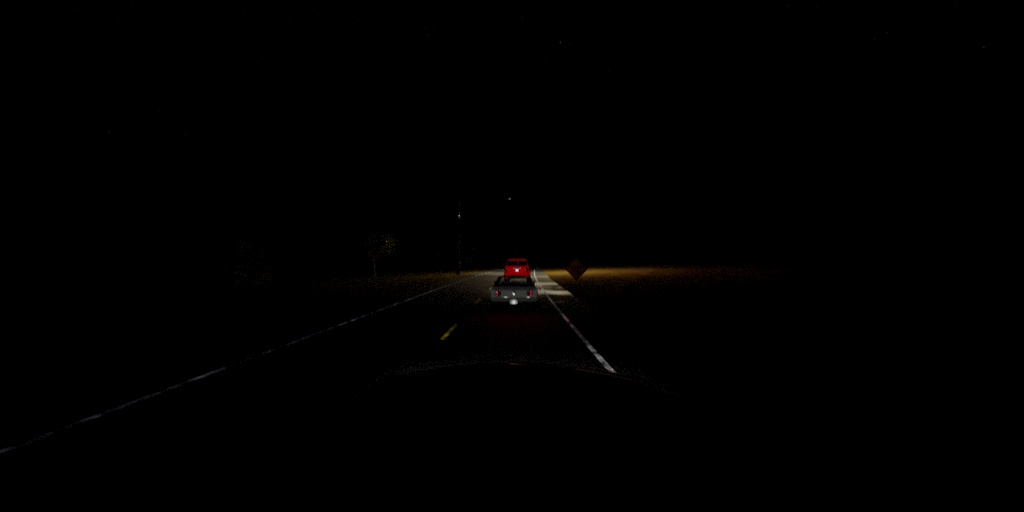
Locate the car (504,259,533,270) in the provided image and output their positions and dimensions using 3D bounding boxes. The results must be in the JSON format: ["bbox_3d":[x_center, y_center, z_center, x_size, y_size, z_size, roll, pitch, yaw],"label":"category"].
[{"bbox_3d":[0.485,1.247,30.775,2.150,2.045,5.566,0,0,2],"label":"car"}]

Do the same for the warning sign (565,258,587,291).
[{"bbox_3d":[3.757,1.052,20.964,1.300,1.860,1.060,0,0,1],"label":"warning sign"}]

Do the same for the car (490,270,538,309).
[{"bbox_3d":[0.110,1.489,15.912,1.895,1.301,4.718,0,-1,1],"label":"car"}]
